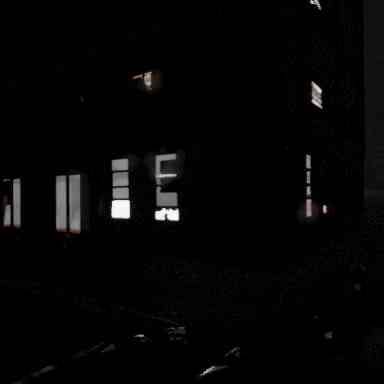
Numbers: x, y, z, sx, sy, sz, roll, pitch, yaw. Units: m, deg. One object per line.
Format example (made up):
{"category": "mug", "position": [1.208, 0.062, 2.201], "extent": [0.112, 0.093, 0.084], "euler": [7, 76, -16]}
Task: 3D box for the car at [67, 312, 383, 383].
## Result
{"category": "car", "position": [0.826, 1.587, 2.288], "extent": [4.206, 1.307, 1.802], "euler": [-1, -1, 35]}
